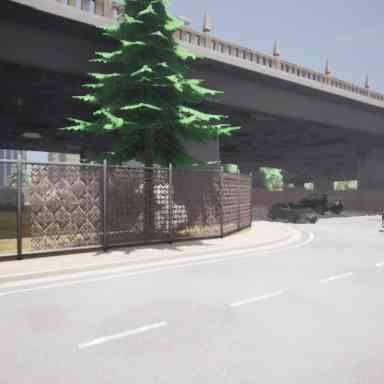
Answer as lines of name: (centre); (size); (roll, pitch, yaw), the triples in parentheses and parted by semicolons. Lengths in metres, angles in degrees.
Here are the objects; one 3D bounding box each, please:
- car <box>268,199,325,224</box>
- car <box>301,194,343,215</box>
car: (7.456, 1.495, 24.958); (1.837, 1.490, 4.892); (1, 0, -15)
car: (12.381, 1.206, 33.171); (2.150, 2.045, 5.566); (0, 0, -22)
